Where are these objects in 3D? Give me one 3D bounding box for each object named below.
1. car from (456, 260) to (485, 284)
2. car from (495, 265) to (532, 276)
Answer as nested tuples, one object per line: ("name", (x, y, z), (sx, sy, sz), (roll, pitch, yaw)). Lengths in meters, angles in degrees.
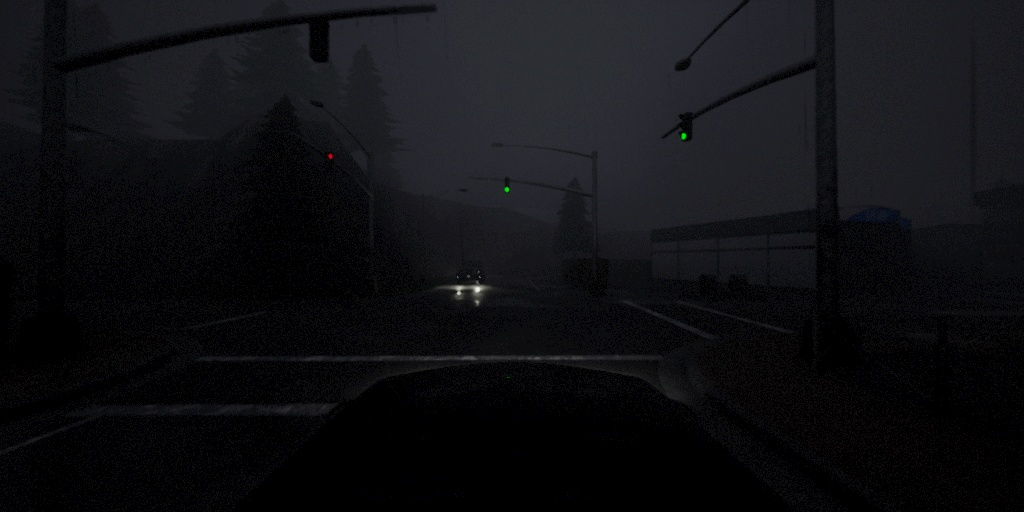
("car", (-3.609, 1.357, 32.339), (2.150, 2.045, 5.566), (0, -1, 0))
("car", (0.297, 1.889, 48.676), (5.357, 1.411, 2.033), (0, -1, -37))
